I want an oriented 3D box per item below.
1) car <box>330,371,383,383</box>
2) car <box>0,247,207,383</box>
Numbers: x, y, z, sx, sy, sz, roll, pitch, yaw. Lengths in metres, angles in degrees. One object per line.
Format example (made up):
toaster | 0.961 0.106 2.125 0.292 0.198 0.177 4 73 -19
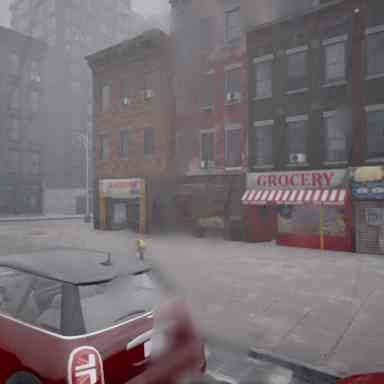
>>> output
car | 2.542 1.545 0.991 4.507 1.381 1.887 0 0 36
car | -1.920 1.440 4.212 4.097 1.590 1.967 0 0 36
